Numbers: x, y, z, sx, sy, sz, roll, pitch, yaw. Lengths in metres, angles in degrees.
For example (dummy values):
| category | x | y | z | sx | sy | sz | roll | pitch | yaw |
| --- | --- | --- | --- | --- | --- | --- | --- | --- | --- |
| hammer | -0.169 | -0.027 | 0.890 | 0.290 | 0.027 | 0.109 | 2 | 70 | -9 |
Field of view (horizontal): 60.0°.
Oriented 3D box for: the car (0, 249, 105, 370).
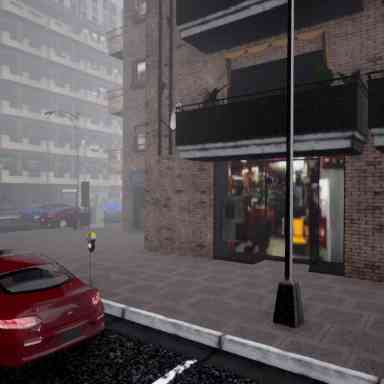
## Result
| category | x | y | z | sx | sy | sz | roll | pitch | yaw |
| --- | --- | --- | --- | --- | --- | --- | --- | --- | --- |
| car | -3.143 | 1.582 | 5.243 | 4.206 | 1.307 | 1.802 | 0 | 0 | 36 |

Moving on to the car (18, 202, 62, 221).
| category | x | y | z | sx | sy | sz | roll | pitch | yaw |
| --- | --- | --- | --- | --- | --- | --- | --- | --- | --- |
| car | -12.234 | 1.660 | 28.507 | 1.882 | 1.535 | 5.008 | 1 | 0 | 36 |

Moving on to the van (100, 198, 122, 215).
| category | x | y | z | sx | sy | sz | roll | pitch | yaw |
| --- | --- | --- | --- | --- | --- | --- | --- | --- | --- |
| van | -8.710 | 1.607 | 37.856 | 1.690 | 1.788 | 3.998 | 0 | -1 | 36 |

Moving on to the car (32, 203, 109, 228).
| category | x | y | z | sx | sy | sz | roll | pitch | yaw |
| --- | --- | --- | --- | --- | --- | --- | --- | --- | --- |
| car | -8.528 | 1.756 | 23.737 | 1.887 | 1.381 | 4.507 | 0 | -1 | 36 |
